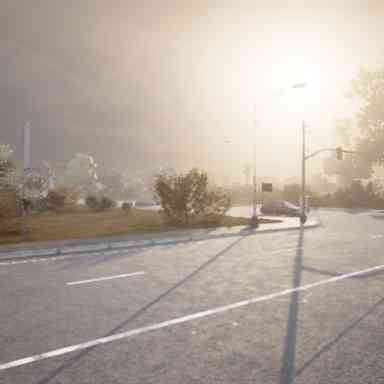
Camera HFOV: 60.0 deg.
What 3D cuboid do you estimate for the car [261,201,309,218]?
[{"bbox_3d":[8.620,1.608,31.196,1.812,1.442,4.674,0,1,-39],"label":"car"}]

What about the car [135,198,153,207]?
[{"bbox_3d":[-6.845,1.597,50.458,1.994,1.385,4.181,0,0,-39],"label":"car"}]
